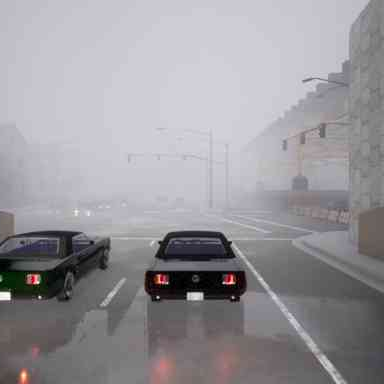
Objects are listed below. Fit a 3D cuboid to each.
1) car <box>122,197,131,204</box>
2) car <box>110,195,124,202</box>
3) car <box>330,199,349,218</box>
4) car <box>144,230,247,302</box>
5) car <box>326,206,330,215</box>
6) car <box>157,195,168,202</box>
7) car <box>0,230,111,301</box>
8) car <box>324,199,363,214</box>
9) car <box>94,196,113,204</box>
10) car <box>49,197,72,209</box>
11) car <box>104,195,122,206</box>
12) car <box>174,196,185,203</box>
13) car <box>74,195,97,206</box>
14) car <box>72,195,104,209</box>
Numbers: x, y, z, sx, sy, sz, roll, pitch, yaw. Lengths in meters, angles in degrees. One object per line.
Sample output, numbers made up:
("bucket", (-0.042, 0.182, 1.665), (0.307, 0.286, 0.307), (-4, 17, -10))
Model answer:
("car", (-13.278, 1.601, 64.831), (1.895, 1.301, 4.718), (0, 0, 2))
("car", (-16.519, 1.478, 73.730), (1.882, 1.535, 5.008), (0, 0, 1))
("car", (13.949, 1.453, 26.147), (2.038, 1.542, 4.974), (0, 0, -35))
("car", (0.078, 1.601, 8.237), (1.895, 1.301, 4.718), (0, 0, 0))
("car", (14.056, 1.453, 30.754), (4.974, 1.542, 2.038), (0, 0, -45))
("car", (-6.127, 1.367, 69.392), (1.994, 1.385, 4.181), (0, 0, 1))
("car", (-3.422, 1.601, 8.248), (1.895, 1.301, 4.718), (0, 0, 0))
("car", (14.093, 1.295, 30.790), (4.536, 1.218, 1.853), (0, 0, -45))
("car", (-16.828, 1.547, 63.282), (2.033, 1.411, 5.357), (0, 0, 2))
("car", (-17.360, 1.492, 44.502), (2.128, 1.511, 4.902), (0, 0, 2))
("car", (-13.596, 1.547, 54.527), (2.033, 1.411, 5.357), (0, 0, 2))
("car", (-2.628, 1.564, 69.303), (1.994, 1.385, 4.181), (0, 0, 1))
("car", (-17.120, 1.352, 53.702), (2.097, 1.767, 4.553), (0, 0, 2))
("car", (-13.855, 1.478, 44.703), (1.882, 1.535, 5.008), (0, 0, 2))
